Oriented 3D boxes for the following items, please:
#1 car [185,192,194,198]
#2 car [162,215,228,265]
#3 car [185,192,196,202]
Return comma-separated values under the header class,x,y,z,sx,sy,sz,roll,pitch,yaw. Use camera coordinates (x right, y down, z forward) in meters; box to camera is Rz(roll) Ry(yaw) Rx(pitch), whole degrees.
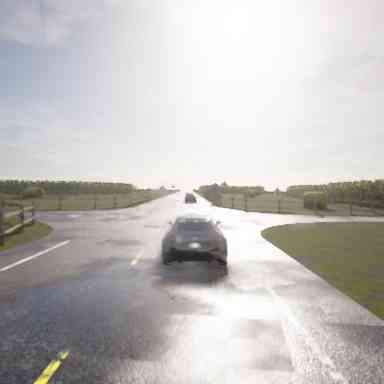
class,x,y,z,sx,sy,sz,roll,pitch,yaw
car,-0.682,0.657,85.950,2.128,1.511,4.902,0,1,-1
car,0.082,1.457,11.348,1.994,1.385,4.181,0,1,0
car,-0.256,1.011,57.058,1.994,1.385,4.181,0,1,-1
